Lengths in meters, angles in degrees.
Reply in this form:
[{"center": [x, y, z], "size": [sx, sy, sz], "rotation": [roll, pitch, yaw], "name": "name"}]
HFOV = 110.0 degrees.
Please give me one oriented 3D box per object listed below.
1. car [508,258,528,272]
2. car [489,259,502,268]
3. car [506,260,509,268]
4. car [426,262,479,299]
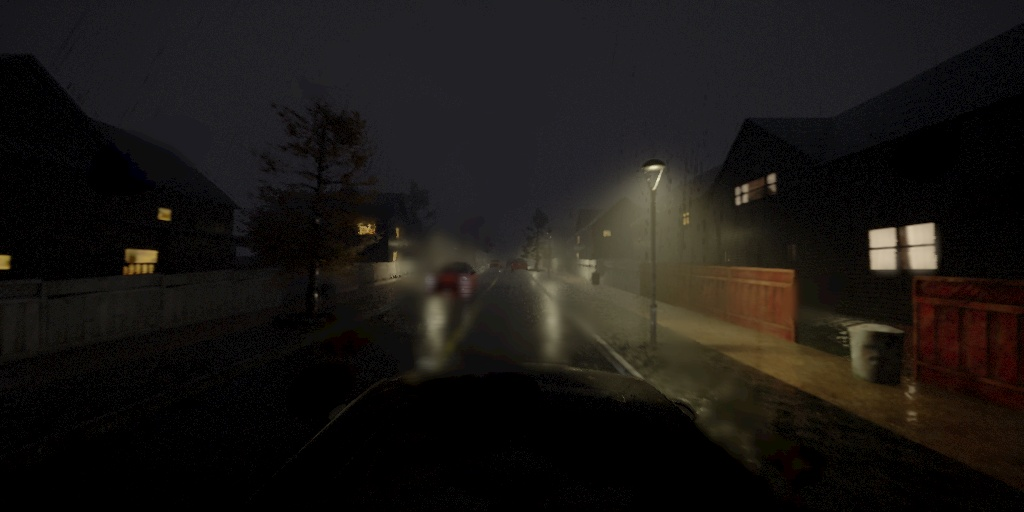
[{"center": [0.942, 1.091, 46.503], "size": [2.097, 1.767, 4.553], "rotation": [-3, -1, 0], "name": "car"}, {"center": [-2.756, 1.291, 60.704], "size": [1.882, 1.535, 5.008], "rotation": [0, 0, 1], "name": "car"}, {"center": [0.028, 1.172, 64.738], "size": [2.097, 1.767, 4.553], "rotation": [0, 0, 0], "name": "car"}, {"center": [-2.841, 1.116, 17.919], "size": [2.097, 1.767, 4.553], "rotation": [0, 0, 0], "name": "car"}]
